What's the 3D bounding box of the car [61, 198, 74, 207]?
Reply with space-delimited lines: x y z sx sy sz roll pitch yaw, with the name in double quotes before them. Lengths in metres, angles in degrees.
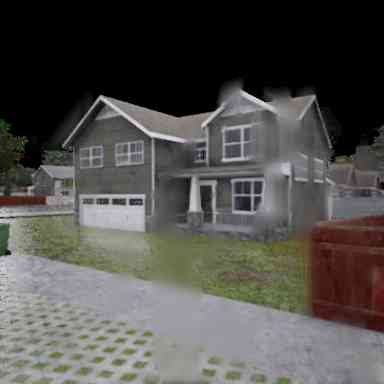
"car" -17.641 1.509 50.694 1.812 1.442 4.674 0 -1 37
